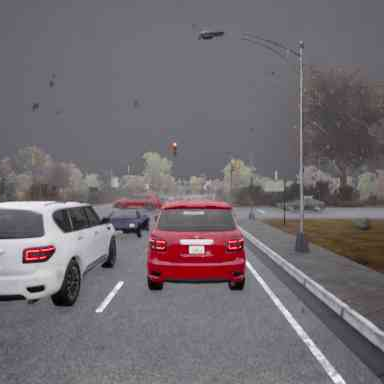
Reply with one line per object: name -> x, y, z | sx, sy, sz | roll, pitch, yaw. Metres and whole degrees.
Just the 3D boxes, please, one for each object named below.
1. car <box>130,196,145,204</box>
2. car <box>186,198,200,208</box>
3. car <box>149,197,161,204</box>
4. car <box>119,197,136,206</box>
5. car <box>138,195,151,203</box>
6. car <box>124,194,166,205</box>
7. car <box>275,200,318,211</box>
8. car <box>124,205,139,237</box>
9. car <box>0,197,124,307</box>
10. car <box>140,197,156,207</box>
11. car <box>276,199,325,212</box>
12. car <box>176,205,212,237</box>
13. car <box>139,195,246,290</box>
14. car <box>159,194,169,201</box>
car -> -10.589, 1.571, 64.669 | 2.033, 1.411, 5.357 | 0, 0, 1
car -> 0.102, 1.582, 50.220 | 1.994, 1.385, 4.181 | 0, 0, -3
car -> -7.098, 1.624, 64.125 | 1.895, 1.301, 4.718 | 0, 0, 0
car -> -10.629, 1.525, 54.926 | 1.837, 1.490, 4.892 | 0, 0, 0
car -> -10.557, 1.552, 74.511 | 2.128, 1.511, 4.902 | 0, 0, 0
car -> -6.282, 1.235, 38.667 | 5.566, 2.045, 2.150 | 0, 0, 3
car -> 12.880, 1.616, 41.104 | 4.718, 1.301, 1.895 | 0, 0, 3
car -> -3.413, 1.607, 17.901 | 1.895, 1.301, 4.718 | 0, 0, 0
car -> -3.406, 1.224, 8.134 | 2.150, 2.045, 5.566 | 0, 0, 0
car -> -7.123, 1.567, 54.533 | 2.033, 1.411, 5.357 | 0, 0, 0
car -> 12.449, 1.518, 37.613 | 4.892, 1.490, 1.837 | 0, 0, 3
car -> 0.086, 1.533, 18.888 | 1.812, 1.442, 4.674 | 0, 0, 0
car -> 0.091, 1.225, 9.195 | 2.150, 2.045, 5.566 | 0, 0, 0
car -> -7.063, 1.385, 84.193 | 2.097, 1.767, 4.553 | 0, 0, 0
